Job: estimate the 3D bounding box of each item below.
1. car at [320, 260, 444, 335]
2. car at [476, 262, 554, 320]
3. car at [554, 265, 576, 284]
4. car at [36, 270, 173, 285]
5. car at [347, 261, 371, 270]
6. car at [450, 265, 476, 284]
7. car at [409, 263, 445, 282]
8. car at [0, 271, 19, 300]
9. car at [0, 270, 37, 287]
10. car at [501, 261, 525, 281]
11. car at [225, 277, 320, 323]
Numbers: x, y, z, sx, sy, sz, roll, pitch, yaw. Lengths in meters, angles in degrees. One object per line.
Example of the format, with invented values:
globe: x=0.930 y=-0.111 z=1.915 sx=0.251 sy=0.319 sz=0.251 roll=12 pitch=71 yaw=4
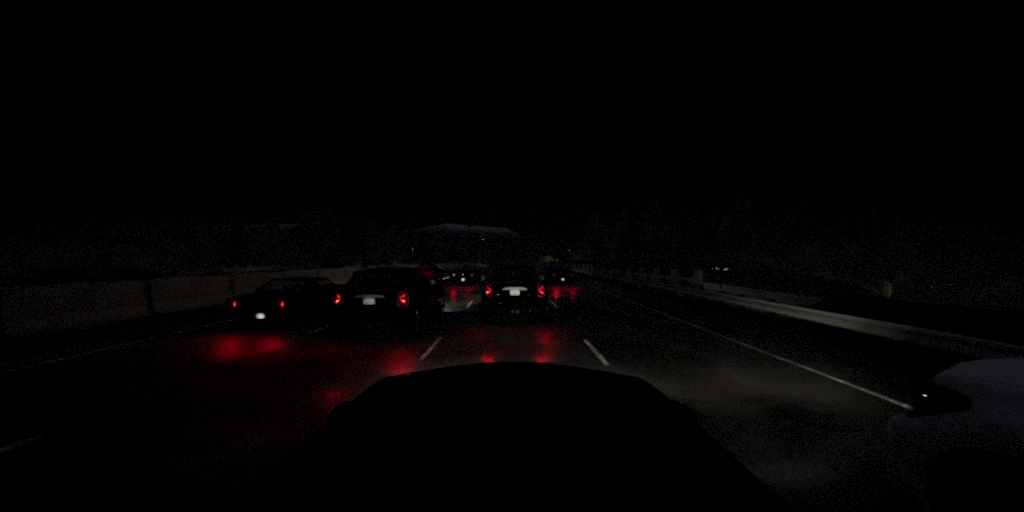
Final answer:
car: x=-3.412 y=1.106 z=10.696 sx=2.097 sy=1.767 sz=4.553 roll=0 pitch=0 yaw=0
car: x=0.087 y=1.105 z=12.715 sx=2.097 sy=1.767 sz=4.553 roll=0 pitch=0 yaw=0
car: x=3.572 y=1.357 z=27.373 sx=1.895 sy=1.301 sz=4.718 roll=0 pitch=0 yaw=0
car: x=-17.615 y=1.324 z=16.182 sx=1.994 sy=1.385 sz=4.181 roll=0 pitch=0 yaw=0
car: x=-24.594 y=1.562 z=57.858 sx=1.812 sy=1.442 sz=4.674 roll=0 pitch=-1 yaw=1
car: x=-3.428 y=1.359 z=27.378 sx=1.895 sy=1.301 sz=4.718 roll=0 pitch=0 yaw=0
car: x=-6.931 y=1.326 z=29.702 sx=1.994 sy=1.385 sz=4.181 roll=0 pitch=0 yaw=0
car: x=-24.613 y=1.362 z=14.858 sx=1.895 sy=1.301 sz=4.718 roll=0 pitch=0 yaw=0
car: x=-21.114 y=1.325 z=16.142 sx=1.994 sy=1.385 sz=4.181 roll=0 pitch=0 yaw=0
car: x=0.068 y=1.240 z=30.718 sx=1.882 sy=1.535 sz=5.008 roll=0 pitch=0 yaw=0
car: x=-6.911 y=1.356 z=12.072 sx=1.895 sy=1.301 sz=4.718 roll=0 pitch=0 yaw=0
